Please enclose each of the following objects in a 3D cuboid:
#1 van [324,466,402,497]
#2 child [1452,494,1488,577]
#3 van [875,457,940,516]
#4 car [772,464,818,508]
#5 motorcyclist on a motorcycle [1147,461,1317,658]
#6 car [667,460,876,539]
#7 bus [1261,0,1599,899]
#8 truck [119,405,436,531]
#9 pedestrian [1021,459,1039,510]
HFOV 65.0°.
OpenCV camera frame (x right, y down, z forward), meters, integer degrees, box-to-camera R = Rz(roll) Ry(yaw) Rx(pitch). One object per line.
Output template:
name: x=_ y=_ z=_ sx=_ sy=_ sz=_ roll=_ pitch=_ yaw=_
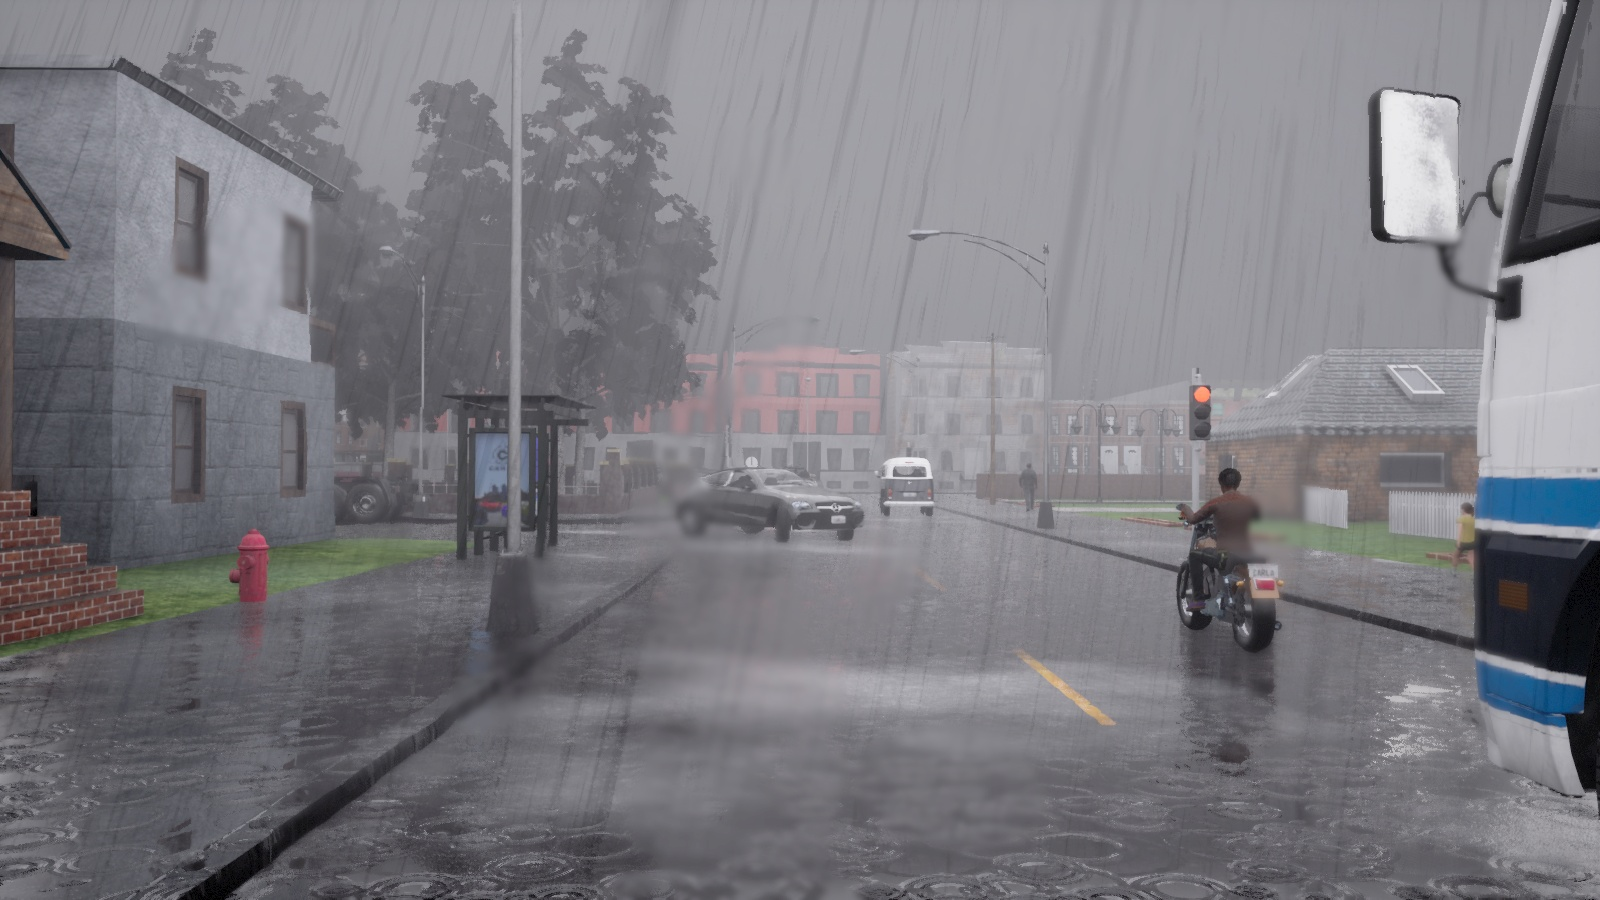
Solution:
van: x=-28.225 y=2.041 z=81.259 sx=4.442 sy=1.987 sz=1.775 roll=0 pitch=-1 yaw=0
child: x=9.070 y=1.153 z=17.009 sx=0.255 sy=1.110 sz=0.394 roll=0 pitch=-1 yaw=0
van: x=3.835 y=1.285 z=45.526 sx=2.069 sy=2.038 sz=4.480 roll=0 pitch=-1 yaw=1
car: x=-0.262 y=1.567 z=55.802 sx=1.932 sy=1.855 sz=4.605 roll=0 pitch=-1 yaw=-2
motorcyclist on a motorcycle: x=3.954 y=0.946 z=11.733 sx=0.766 sy=1.649 sz=2.350 roll=0 pitch=-1 yaw=0
car: x=-0.758 y=1.079 z=28.828 sx=2.152 sy=1.651 sz=5.027 roll=1 pitch=-1 yaw=-40
bus: x=3.998 y=-0.572 z=0.333 sx=3.944 sy=4.253 sz=10.273 roll=0 pitch=-1 yaw=0
truck: x=-14.878 y=0.500 z=36.276 sx=7.936 sy=3.462 sz=2.891 roll=0 pitch=-1 yaw=-4
pedestrian: x=8.570 y=1.273 z=46.788 sx=0.563 sy=1.883 sz=0.849 roll=-1 pitch=-1 yaw=19
